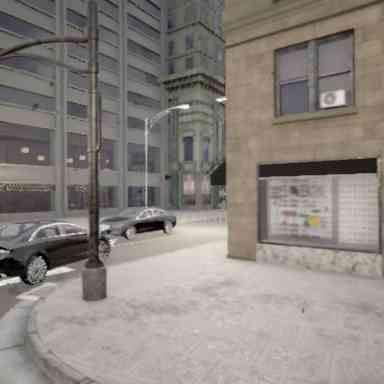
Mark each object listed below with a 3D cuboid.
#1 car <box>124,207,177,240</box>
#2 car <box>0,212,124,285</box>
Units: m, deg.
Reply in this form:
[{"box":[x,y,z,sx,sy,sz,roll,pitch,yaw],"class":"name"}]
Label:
[{"box":[-2.827,1.599,17.920,2.128,1.511,4.902,-1,0,36],"class":"car"},{"box":[-4.285,1.570,9.847,2.128,1.511,4.902,-1,0,17],"class":"car"}]
